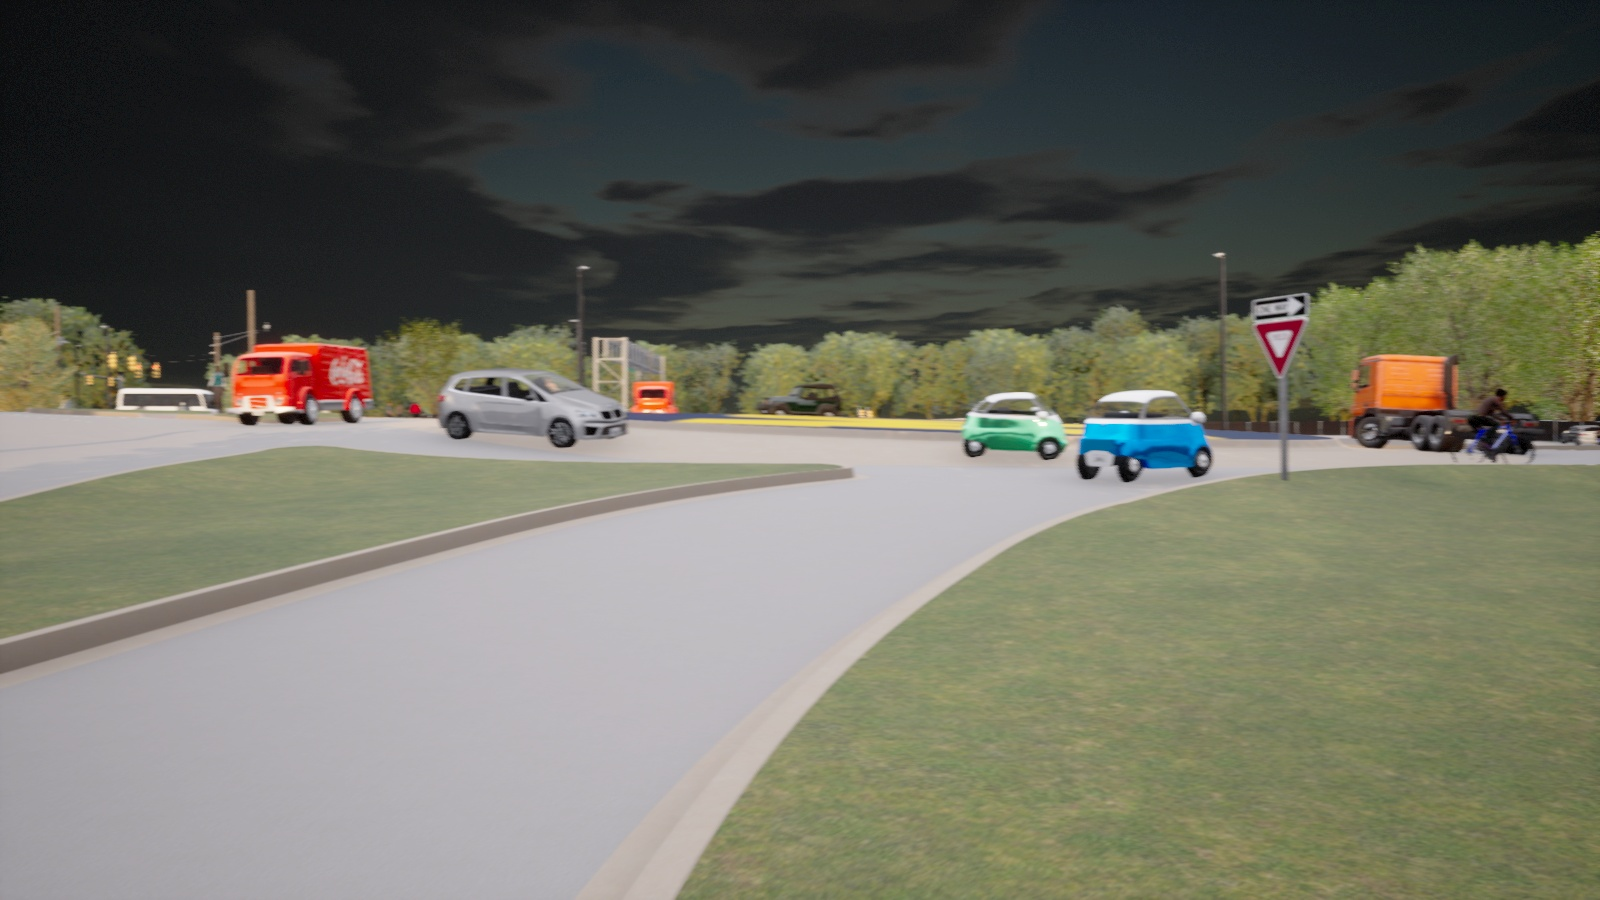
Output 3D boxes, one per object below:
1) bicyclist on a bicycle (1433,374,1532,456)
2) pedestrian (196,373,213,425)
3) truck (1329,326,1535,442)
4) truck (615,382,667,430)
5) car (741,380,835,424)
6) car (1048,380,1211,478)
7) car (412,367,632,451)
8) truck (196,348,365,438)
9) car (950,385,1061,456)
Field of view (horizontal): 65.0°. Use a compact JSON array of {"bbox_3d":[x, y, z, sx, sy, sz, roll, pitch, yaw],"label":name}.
[{"bbox_3d":[13.833,-0.696,25.479,1.656,1.620,0.582,-1,-1,2],"label":"bicyclist on a bicycle"},{"bbox_3d":[-22.509,-1.930,47.447,0.396,1.930,0.692,-2,1,-15],"label":"pedestrian"},{"bbox_3d":[20.947,-2.072,42.290,2.891,3.462,7.936,2,1,1],"label":"truck"},{"bbox_3d":[-8.728,-2.376,69.281,2.627,2.467,5.204,-2,1,-6],"label":"truck"},{"bbox_3d":[-0.566,-2.151,57.374,3.866,1.878,1.905,1,0,-18],"label":"car"},{"bbox_3d":[5.173,-0.361,19.665,2.207,1.376,1.481,-5,4,-42],"label":"car"},{"bbox_3d":[-6.598,-1.029,29.895,4.611,1.667,2.242,3,8,23],"label":"car"},{"bbox_3d":[-15.809,-1.742,38.643,2.627,2.467,5.204,-2,2,4],"label":"truck"},{"bbox_3d":[4.356,-0.644,26.855,2.207,1.376,1.481,0,6,5],"label":"car"}]
